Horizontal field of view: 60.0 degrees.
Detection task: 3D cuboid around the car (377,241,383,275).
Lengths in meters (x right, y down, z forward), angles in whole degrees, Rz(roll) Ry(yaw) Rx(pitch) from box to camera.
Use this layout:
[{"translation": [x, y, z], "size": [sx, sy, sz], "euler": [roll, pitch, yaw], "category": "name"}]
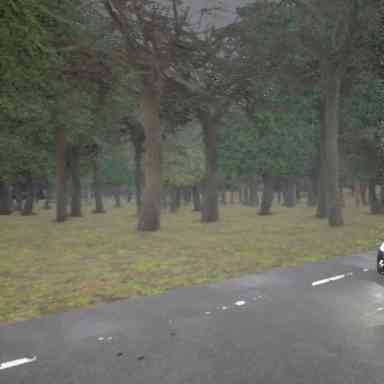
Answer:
[{"translation": [6.889, 1.334, 8.780], "size": [4.553, 1.767, 2.097], "euler": [0, 0, -35], "category": "car"}]
